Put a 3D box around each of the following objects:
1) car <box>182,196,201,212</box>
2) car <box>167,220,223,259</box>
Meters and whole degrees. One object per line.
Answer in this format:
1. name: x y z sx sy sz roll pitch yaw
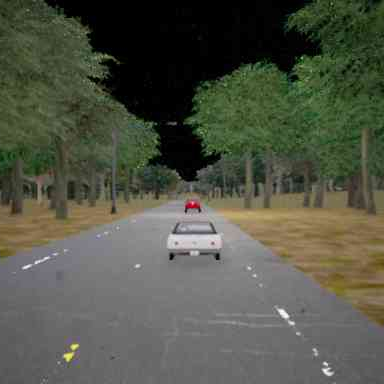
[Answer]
1. car: 0.110 1.750 47.594 2.150 2.045 5.566 0 -1 0
2. car: 0.094 1.763 13.227 1.895 1.301 4.718 0 -1 0
